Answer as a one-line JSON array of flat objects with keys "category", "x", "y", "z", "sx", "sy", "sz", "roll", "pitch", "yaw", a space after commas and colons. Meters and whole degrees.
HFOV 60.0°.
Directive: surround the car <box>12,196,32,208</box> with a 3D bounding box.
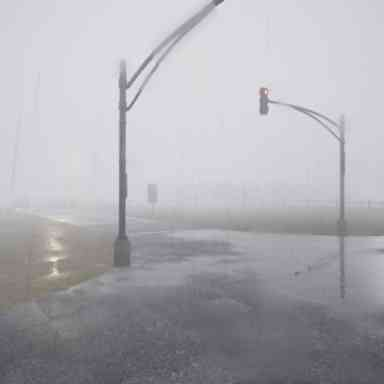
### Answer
[{"category": "car", "x": -26.096, "y": 1.446, "z": 51.039, "sx": 2.097, "sy": 1.767, "sz": 4.553, "roll": 0, "pitch": 0, "yaw": -36}]
